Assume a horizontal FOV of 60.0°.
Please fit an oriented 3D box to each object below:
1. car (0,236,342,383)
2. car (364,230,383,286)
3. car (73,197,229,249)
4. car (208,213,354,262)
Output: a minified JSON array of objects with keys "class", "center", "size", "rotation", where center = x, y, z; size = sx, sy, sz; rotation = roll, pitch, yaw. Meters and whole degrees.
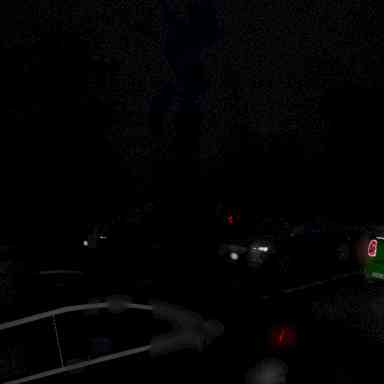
[{"class":"car","center":[-1.037,1.492,2.986],"size":[4.902,1.511,2.128],"rotation":[0,0,-36]},{"class":"car","center":[6.279,1.352,8.178],"size":[4.553,1.767,2.097],"rotation":[0,0,-35]},{"class":"car","center":[-1.013,1.221,11.851],"size":[5.566,2.045,2.150],"rotation":[0,0,-35]},{"class":"car","center":[3.159,1.491,10.514],"size":[4.902,1.511,2.128],"rotation":[0,0,-35]}]
